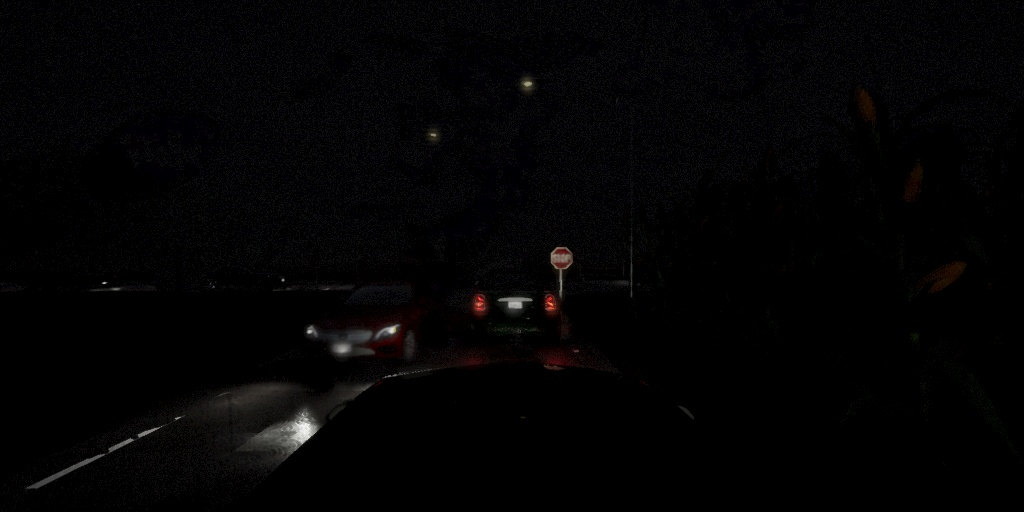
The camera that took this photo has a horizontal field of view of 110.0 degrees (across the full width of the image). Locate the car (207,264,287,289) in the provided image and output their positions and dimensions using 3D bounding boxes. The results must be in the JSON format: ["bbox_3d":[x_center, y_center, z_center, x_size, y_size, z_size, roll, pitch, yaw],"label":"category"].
[{"bbox_3d":[-17.331,1.301,23.269,4.902,1.511,2.128,0,2,0],"label":"car"}]

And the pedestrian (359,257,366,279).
[{"bbox_3d":[-12.252,0.983,29.271,0.375,1.860,0.375,0,2,0],"label":"pedestrian"}]

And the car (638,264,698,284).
[{"bbox_3d":[11.753,1.250,26.403,4.674,1.442,1.812,0,2,0],"label":"car"}]

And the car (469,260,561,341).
[{"bbox_3d":[0.027,1.098,10.000,2.097,1.767,4.553,0,0,-1],"label":"car"}]

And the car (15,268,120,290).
[{"bbox_3d":[-28.601,1.438,23.204,4.718,1.301,1.895,0,2,0],"label":"car"}]

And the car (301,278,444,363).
[{"bbox_3d":[-2.789,1.272,8.275,1.812,1.442,4.674,0,0,1],"label":"car"}]
